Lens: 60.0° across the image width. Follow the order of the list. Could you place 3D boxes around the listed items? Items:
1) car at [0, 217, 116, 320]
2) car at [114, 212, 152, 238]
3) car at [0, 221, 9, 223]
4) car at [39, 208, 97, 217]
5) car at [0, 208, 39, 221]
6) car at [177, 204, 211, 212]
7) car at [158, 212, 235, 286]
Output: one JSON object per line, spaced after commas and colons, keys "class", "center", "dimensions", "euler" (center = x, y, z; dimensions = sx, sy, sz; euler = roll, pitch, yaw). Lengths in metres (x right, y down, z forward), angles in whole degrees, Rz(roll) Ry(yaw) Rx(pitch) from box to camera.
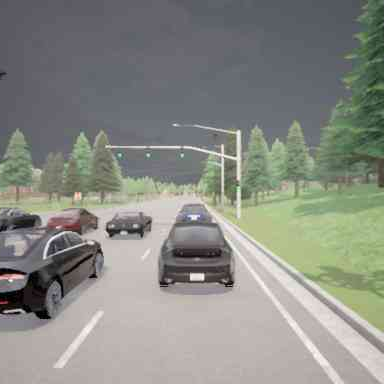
{"class": "car", "center": [-3.391, 1.549, 7.401], "dimensions": [2.128, 1.511, 4.902], "euler": [0, 0, 0]}
{"class": "car", "center": [-3.376, 1.744, 18.743], "dimensions": [1.895, 1.301, 4.718], "euler": [0, 0, 0]}
{"class": "car", "center": [-6.889, 1.667, 8.610], "dimensions": [1.895, 1.301, 4.718], "euler": [0, 0, 0]}
{"class": "car", "center": [-6.877, 1.674, 19.554], "dimensions": [1.812, 1.442, 4.674], "euler": [0, 0, 0]}
{"class": "car", "center": [-10.377, 1.636, 18.927], "dimensions": [2.128, 1.511, 4.902], "euler": [0, 0, 0]}
{"class": "car", "center": [0.126, 1.509, 20.717], "dimensions": [2.097, 1.767, 4.553], "euler": [0, -1, 0]}
{"class": "car", "center": [0.111, 1.581, 9.599], "dimensions": [1.837, 1.490, 4.892], "euler": [0, 0, 0]}
